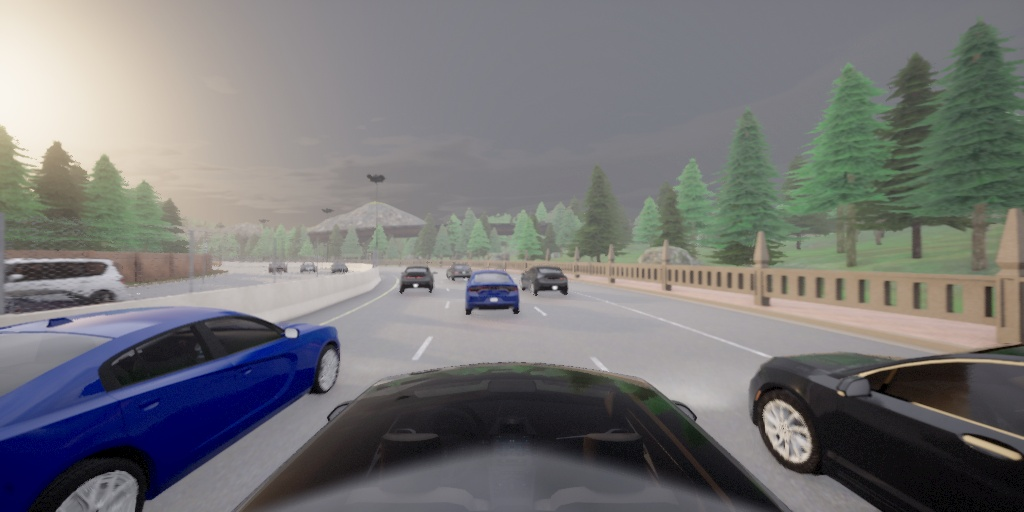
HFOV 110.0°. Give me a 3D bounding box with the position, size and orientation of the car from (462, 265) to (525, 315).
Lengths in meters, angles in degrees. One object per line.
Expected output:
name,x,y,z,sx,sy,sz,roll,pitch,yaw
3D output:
car,-0.887,1.289,14.136,1.882,1.535,5.008,0,0,-7

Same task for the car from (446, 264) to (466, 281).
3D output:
car,-4.762,1.460,32.326,2.033,1.411,5.357,0,0,-17

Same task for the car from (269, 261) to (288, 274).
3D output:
car,-31.839,1.458,48.929,2.097,1.767,4.553,0,0,-32

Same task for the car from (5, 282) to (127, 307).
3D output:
car,-10.907,1.424,7.410,1.895,1.301,4.718,0,0,-4

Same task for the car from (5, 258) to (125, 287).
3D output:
car,-14.673,1.075,10.447,2.150,2.045,5.566,0,0,-6

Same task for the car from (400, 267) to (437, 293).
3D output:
car,-5.741,1.374,21.987,1.837,1.490,4.892,0,0,-11

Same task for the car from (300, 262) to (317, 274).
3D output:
car,-27.723,1.579,48.886,2.128,1.511,4.902,0,0,-31

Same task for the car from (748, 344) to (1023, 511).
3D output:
car,3.449,1.241,1.882,1.837,1.490,4.892,0,0,0

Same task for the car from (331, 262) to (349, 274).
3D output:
car,-22.301,1.556,46.458,1.837,1.490,4.892,0,0,-29

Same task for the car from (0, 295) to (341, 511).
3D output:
car,-3.573,1.252,3.638,1.882,1.535,5.008,0,0,-1

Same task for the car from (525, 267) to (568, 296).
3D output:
car,1.709,1.334,20.205,1.837,1.490,4.892,0,0,-10
